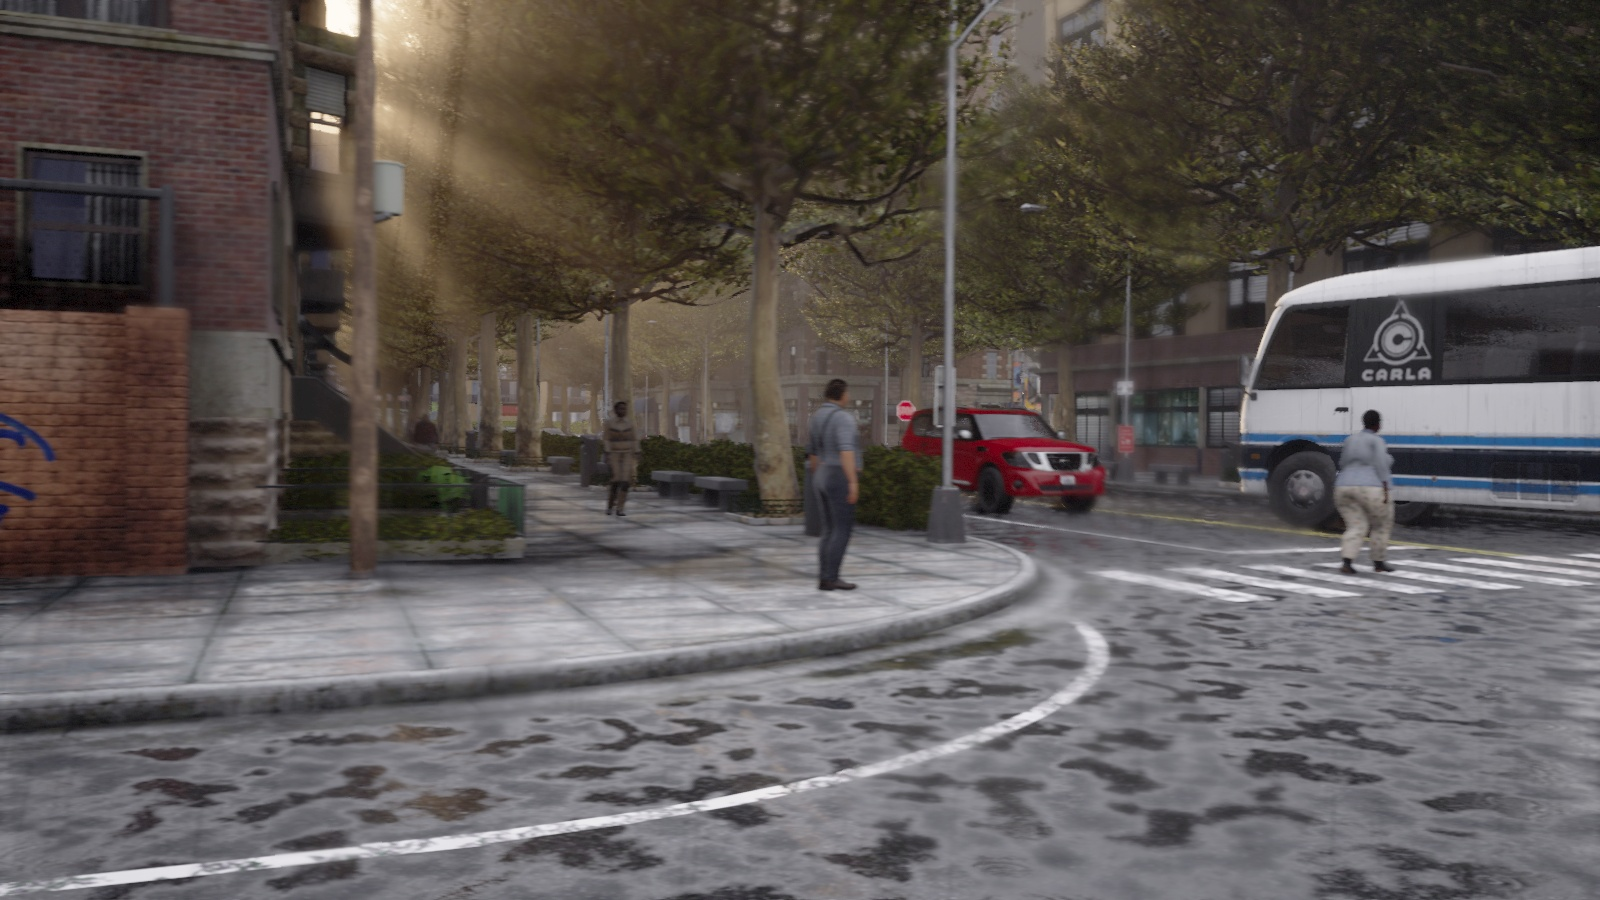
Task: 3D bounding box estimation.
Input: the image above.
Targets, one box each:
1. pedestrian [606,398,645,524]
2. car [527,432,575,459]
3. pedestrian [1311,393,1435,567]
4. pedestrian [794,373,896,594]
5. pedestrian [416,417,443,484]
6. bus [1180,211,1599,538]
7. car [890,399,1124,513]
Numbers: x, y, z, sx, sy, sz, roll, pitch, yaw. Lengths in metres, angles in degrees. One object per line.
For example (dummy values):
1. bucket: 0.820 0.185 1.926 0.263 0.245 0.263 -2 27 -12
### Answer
1. pedestrian: -2.730 0.165 19.617 0.396 1.930 0.692 -1 1 -24
2. car: -14.661 -0.299 73.879 2.007 1.525 4.514 -1 1 -21
3. pedestrian: 6.345 0.309 13.932 0.900 1.855 0.874 -1 1 -21
4. pedestrian: 0.389 0.273 10.920 0.694 1.848 0.540 -1 1 -30
5. pedestrian: -10.372 -0.005 35.139 0.634 1.844 0.899 -1 1 -21
6. bus: 11.139 -1.007 18.919 3.944 4.253 10.273 0 1 -32
7. car: 4.007 0.058 25.529 2.150 2.045 5.566 -1 1 -21
